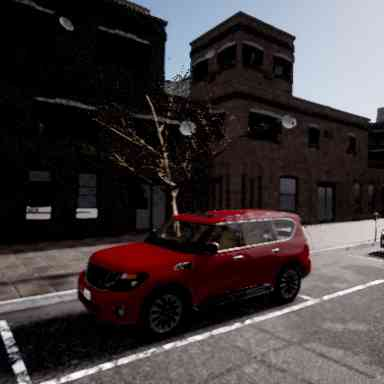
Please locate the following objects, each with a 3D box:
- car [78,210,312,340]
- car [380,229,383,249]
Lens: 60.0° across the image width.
[{"bbox_3d":[0.373,1.336,6.802,5.009,1.841,2.192,0,1,-35],"label":"car"},{"bbox_3d":[9.176,1.514,13.083,4.097,1.590,1.967,0,1,-35],"label":"car"}]
